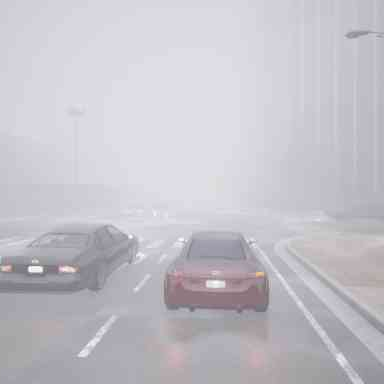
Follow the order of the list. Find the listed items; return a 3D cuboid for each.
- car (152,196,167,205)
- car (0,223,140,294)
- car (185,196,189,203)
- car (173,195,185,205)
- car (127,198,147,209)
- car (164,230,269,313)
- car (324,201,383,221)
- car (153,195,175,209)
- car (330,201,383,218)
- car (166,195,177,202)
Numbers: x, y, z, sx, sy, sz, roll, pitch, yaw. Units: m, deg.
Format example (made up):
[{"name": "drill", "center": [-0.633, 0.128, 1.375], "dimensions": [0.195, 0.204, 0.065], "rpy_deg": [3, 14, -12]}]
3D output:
[{"name": "car", "center": [-6.006, 1.547, 62.134], "dimensions": [2.033, 1.411, 5.357], "rpy_deg": [0, 0, 5]}, {"name": "car", "center": [-2.852, 1.548, 8.959], "dimensions": [2.033, 1.411, 5.357], "rpy_deg": [0, 0, 4]}, {"name": "car", "center": [-1.792, 1.525, 70.634], "dimensions": [2.128, 1.511, 4.902], "rpy_deg": [0, 0, 4]}, {"name": "car", "center": [-2.842, 1.526, 57.786], "dimensions": [1.812, 1.442, 4.674], "rpy_deg": [0, 0, 4]}, {"name": "car", "center": [-7.345, 1.526, 44.745], "dimensions": [1.812, 1.442, 4.674], "rpy_deg": [0, 0, 4]}, {"name": "car", "center": [0.576, 1.564, 7.759], "dimensions": [1.994, 1.385, 4.181], "rpy_deg": [0, 0, 5]}, {"name": "car", "center": [13.732, 1.603, 27.173], "dimensions": [5.357, 1.411, 2.033], "rpy_deg": [0, 0, 4]}, {"name": "car", "center": [-3.855, 1.526, 44.485], "dimensions": [1.812, 1.442, 4.674], "rpy_deg": [0, 0, 4]}, {"name": "car", "center": [15.511, 1.560, 30.548], "dimensions": [4.892, 1.490, 1.837], "rpy_deg": [0, 0, 4]}, {"name": "car", "center": [-4.819, 1.478, 77.043], "dimensions": [1.882, 1.535, 5.008], "rpy_deg": [0, 0, 4]}]
